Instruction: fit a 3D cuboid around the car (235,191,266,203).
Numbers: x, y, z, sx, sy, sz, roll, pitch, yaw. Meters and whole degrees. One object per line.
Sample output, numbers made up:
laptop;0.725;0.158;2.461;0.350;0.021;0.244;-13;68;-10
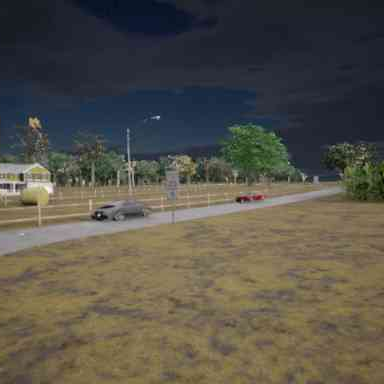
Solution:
car;6.804;0.604;38.489;1.895;1.301;4.718;-2;1;36

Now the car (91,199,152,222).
car;-4.667;1.192;22.397;1.994;1.385;4.181;-2;1;35
